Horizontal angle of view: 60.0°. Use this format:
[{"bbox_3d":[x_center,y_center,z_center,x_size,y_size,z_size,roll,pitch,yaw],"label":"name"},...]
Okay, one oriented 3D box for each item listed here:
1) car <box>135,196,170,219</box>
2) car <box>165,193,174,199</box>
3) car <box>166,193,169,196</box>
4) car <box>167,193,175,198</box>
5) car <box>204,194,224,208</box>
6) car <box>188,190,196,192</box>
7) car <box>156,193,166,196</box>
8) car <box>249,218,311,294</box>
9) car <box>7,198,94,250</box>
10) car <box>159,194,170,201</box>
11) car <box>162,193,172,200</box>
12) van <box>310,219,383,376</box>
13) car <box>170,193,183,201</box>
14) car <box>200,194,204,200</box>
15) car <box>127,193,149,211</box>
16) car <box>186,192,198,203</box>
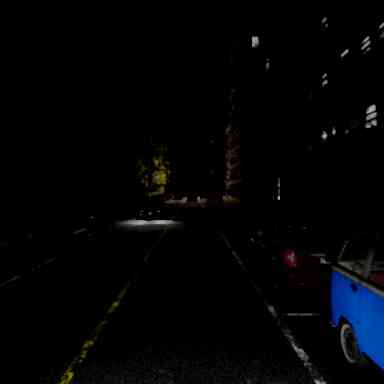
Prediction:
[{"bbox_3d":[-3.100,1.331,26.961,1.837,1.490,4.892,0,0,0],"label":"car"},{"bbox_3d":[-5.775,1.025,86.141,2.008,1.369,4.403,0,0,0],"label":"car"},{"bbox_3d":[-5.693,1.072,58.448,1.967,1.590,4.097,0,0,0],"label":"car"},{"bbox_3d":[-5.827,0.988,91.681,1.887,1.381,4.507,0,0,0],"label":"car"},{"bbox_3d":[2.995,1.076,43.164,2.097,1.767,4.553,0,0,0],"label":"car"},{"bbox_3d":[-0.006,0.623,72.265,2.150,2.045,5.566,0,0,0],"label":"car"},{"bbox_3d":[-5.694,1.231,52.911,1.947,1.339,4.313,0,0,0],"label":"car"},{"bbox_3d":[2.693,1.383,8.605,1.967,1.590,4.097,0,0,0],"label":"car"},{"bbox_3d":[-5.688,1.222,14.139,2.192,1.841,5.009,0,0,0],"label":"car"},{"bbox_3d":[-5.695,1.094,69.356,1.752,1.417,4.829,0,0,0],"label":"car"},{"bbox_3d":[-5.696,0.976,75.065,1.967,1.590,4.097,0,0,0],"label":"car"},{"bbox_3d":[2.694,1.320,3.066,1.690,1.788,3.998,0,0,0],"label":"van"},{"bbox_3d":[-3.009,0.919,68.829,2.097,1.767,4.553,0,0,0],"label":"car"},{"bbox_3d":[2.684,1.087,75.068,2.008,1.369,4.403,0,0,0],"label":"car"},{"bbox_3d":[-5.690,1.082,36.293,2.192,1.841,5.009,0,0,0],"label":"car"},{"bbox_3d":[0.010,1.143,57.415,1.837,1.490,4.892,0,0,0],"label":"car"}]
